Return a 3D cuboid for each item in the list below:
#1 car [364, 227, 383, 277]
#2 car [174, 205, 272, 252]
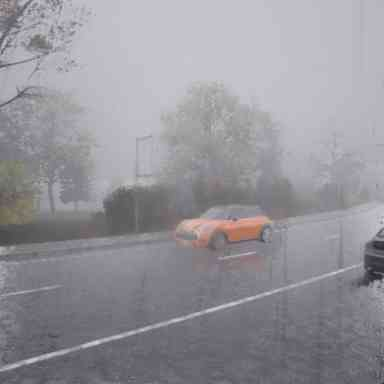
[{"bbox_3d":[6.488,1.519,9.193,4.892,1.490,1.837,0,0,-40],"label":"car"},{"bbox_3d":[1.422,1.386,14.327,4.553,1.767,2.097,0,0,-41],"label":"car"}]
